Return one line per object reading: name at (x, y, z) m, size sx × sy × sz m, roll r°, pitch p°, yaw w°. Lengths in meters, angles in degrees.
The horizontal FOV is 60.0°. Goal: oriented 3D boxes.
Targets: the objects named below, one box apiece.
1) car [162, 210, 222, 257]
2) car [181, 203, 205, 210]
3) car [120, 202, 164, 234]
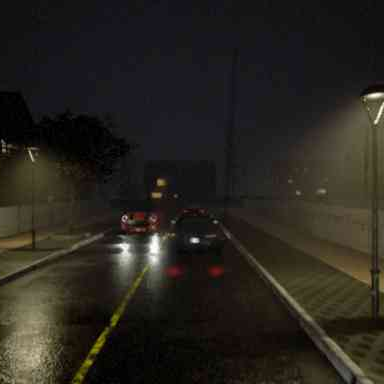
car at (0.092, 1.605, 13.134) m, size 1.994 × 1.385 × 4.181 m, roll 0°, pitch 0°, yaw 0°
car at (0.088, 1.632, 27.606) m, size 1.812 × 1.442 × 4.674 m, roll 0°, pitch 0°, yaw 0°
car at (-2.848, 1.421, 19.778) m, size 2.097 × 1.767 × 4.553 m, roll 0°, pitch 0°, yaw 0°
